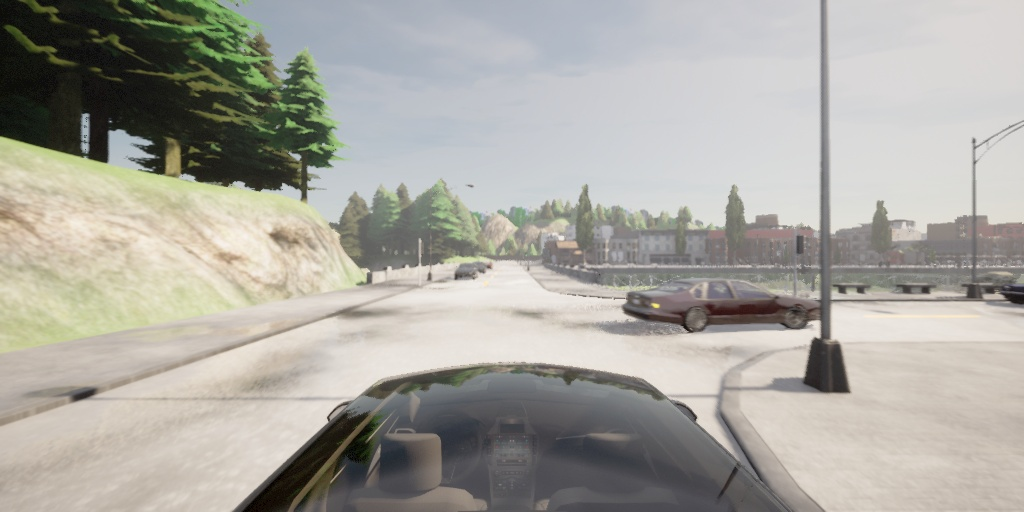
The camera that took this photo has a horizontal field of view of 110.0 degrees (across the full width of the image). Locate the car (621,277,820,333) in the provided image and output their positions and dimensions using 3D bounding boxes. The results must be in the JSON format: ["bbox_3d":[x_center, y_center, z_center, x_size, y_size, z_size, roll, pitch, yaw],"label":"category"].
[{"bbox_3d":[6.003,1.333,10.424,5.357,1.411,2.033,0,0,-8],"label":"car"}]

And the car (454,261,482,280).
[{"bbox_3d":[-4.112,1.376,32.922,1.837,1.490,4.892,0,0,0],"label":"car"}]

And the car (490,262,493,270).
[{"bbox_3d":[-4.068,1.569,57.829,1.895,1.301,4.718,0,0,0],"label":"car"}]

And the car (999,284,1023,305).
[{"bbox_3d":[22.844,1.405,14.310,4.718,1.301,1.895,0,0,0],"label":"car"}]

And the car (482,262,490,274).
[{"bbox_3d":[-4.108,1.415,43.427,1.837,1.490,4.892,0,0,0],"label":"car"}]
